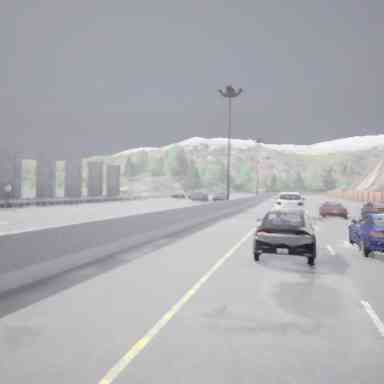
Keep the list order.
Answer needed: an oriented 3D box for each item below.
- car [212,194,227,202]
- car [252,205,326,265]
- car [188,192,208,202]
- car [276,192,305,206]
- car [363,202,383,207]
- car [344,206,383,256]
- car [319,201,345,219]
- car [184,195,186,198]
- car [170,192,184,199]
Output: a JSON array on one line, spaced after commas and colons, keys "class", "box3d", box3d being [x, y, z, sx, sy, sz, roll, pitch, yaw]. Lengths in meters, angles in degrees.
[{"class": "car", "box3d": [4.632, 0.996, 54.114, 2.033, 1.411, 5.357, 1, 1, 16]}, {"class": "car", "box3d": [3.249, 1.421, 11.611, 2.128, 1.511, 4.902, 1, 1, 17]}, {"class": "car", "box3d": [1.293, 0.716, 55.151, 2.097, 1.767, 4.553, 1, 1, 16]}, {"class": "car", "box3d": [8.265, 1.061, 28.067, 2.150, 2.045, 5.566, 1, 1, 17]}, {"class": "car", "box3d": [15.497, 1.527, 27.874, 1.812, 1.442, 4.674, 1, 1, 17]}, {"class": "car", "box3d": [7.205, 1.529, 12.619, 1.812, 1.442, 4.674, 1, 1, 17]}, {"class": "car", "box3d": [12.037, 1.482, 28.505, 1.994, 1.385, 4.181, 1, 1, 17]}, {"class": "car", "box3d": [0.562, 0.793, 65.386, 1.994, 1.385, 4.181, 1, 1, 16]}, {"class": "car", "box3d": [-2.816, 0.737, 66.269, 1.895, 1.301, 4.718, 1, 1, 16]}]
